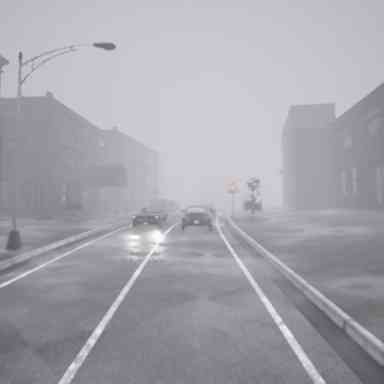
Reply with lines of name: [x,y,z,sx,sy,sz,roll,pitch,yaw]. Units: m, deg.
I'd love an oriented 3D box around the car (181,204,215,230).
car: [0.343,1.568,21.094,1.812,1.442,4.674,0,-1,2]

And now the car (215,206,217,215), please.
car: [1.849,2.042,38.913,1.994,1.385,4.181,-1,-2,7]

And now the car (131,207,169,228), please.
car: [-2.790,1.677,22.839,1.895,1.301,4.718,0,-1,3]
